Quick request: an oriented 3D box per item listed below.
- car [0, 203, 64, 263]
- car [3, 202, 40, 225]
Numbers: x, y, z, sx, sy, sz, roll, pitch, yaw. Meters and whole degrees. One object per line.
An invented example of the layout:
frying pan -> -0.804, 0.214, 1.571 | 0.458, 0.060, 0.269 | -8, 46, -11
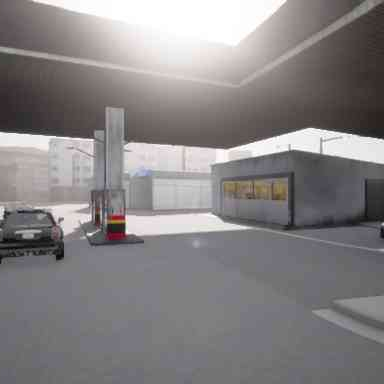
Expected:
car -> -5.839, 1.365, 12.196 | 2.097, 1.767, 4.553 | 0, 0, -22
car -> -12.875, 1.532, 24.989 | 1.812, 1.442, 4.674 | 0, 0, -35
